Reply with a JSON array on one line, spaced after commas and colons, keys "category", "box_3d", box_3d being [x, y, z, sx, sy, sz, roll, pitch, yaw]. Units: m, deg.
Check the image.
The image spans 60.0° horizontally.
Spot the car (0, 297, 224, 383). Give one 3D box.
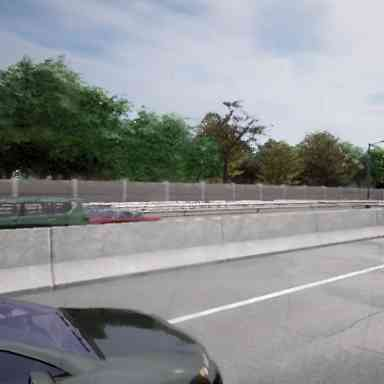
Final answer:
[{"category": "car", "box_3d": [-1.747, 1.564, 2.500, 4.181, 1.385, 1.994, 0, 0, -35]}]

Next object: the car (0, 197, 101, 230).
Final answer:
[{"category": "car", "box_3d": [-6.521, 1.223, 12.239, 5.566, 2.045, 2.150, 0, 0, -35]}]

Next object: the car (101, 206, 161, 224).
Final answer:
[{"category": "car", "box_3d": [-4.164, 1.616, 18.218, 4.718, 1.301, 1.895, 0, 0, -35]}]
